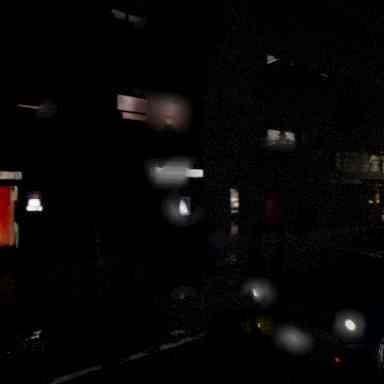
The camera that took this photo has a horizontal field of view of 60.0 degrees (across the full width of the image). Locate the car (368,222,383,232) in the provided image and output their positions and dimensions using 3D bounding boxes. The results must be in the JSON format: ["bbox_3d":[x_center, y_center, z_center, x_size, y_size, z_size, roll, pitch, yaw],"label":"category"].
[{"bbox_3d":[7.993,1.532,12.271,4.403,1.369,2.008,0,0,-36],"label":"car"}]

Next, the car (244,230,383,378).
[{"bbox_3d":[3.125,1.592,5.607,4.718,1.301,1.895,0,0,-35],"label":"car"}]
